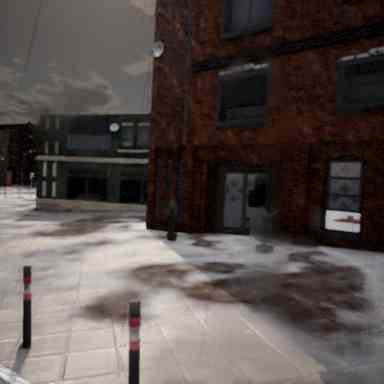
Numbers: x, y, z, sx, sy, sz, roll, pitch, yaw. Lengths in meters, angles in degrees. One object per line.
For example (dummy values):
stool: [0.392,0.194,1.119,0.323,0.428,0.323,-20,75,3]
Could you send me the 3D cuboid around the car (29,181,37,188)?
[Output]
car: [-31.771,-1.598,69.455,4.553,1.767,2.185,4,3,23]
